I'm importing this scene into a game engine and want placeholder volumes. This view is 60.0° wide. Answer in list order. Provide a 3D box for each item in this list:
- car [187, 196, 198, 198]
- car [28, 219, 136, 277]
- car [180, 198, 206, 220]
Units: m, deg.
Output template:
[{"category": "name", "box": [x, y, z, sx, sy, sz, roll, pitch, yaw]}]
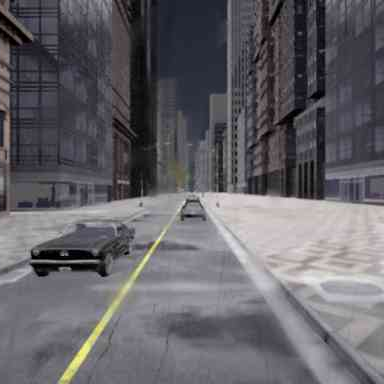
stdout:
[{"category": "car", "box": [0.103, 1.234, 42.128, 1.837, 1.490, 4.892, 0, 1, 0]}, {"category": "car", "box": [-3.031, 1.537, 10.177, 1.895, 1.301, 4.718, 0, 0, 1]}, {"category": "car", "box": [0.100, 1.399, 26.100, 1.994, 1.385, 4.181, 0, 0, 0]}]
